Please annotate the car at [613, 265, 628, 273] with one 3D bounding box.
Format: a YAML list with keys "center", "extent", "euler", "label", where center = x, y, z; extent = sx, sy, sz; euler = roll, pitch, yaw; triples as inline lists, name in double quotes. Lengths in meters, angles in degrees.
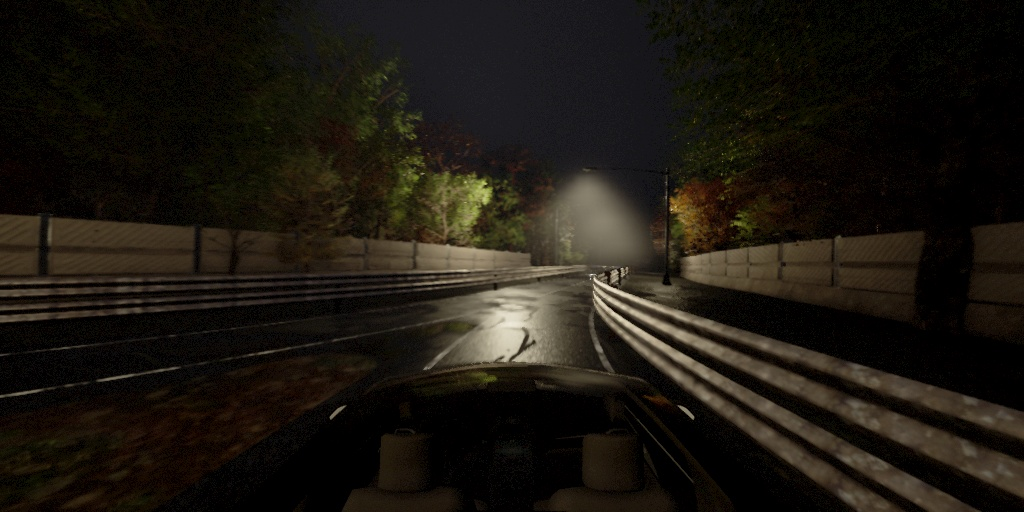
- center: [17.298, 2.271, 58.044]
  extent: [2.033, 1.411, 5.357]
  euler: [1, -1, 20]
  label: "car"

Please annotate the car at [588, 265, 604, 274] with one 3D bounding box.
- center: [13.434, 2.186, 57.064]
  extent: [1.994, 1.385, 4.181]
  euler: [1, -1, 21]
  label: "car"
